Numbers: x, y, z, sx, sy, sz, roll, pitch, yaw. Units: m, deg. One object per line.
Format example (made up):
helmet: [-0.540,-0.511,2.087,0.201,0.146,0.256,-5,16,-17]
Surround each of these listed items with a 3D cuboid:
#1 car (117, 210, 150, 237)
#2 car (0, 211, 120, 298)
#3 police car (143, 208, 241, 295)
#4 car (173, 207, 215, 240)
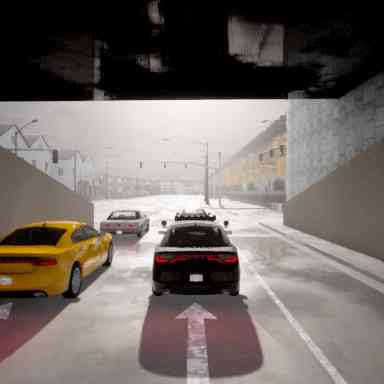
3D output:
car: [-3.404,1.601,17.808,1.895,1.301,4.718,0,0,0]
car: [-3.409,1.478,8.565,1.882,1.535,5.008,0,0,0]
police car: [0.087,1.425,8.890,1.930,1.638,5.238,0,0,0]
car: [0.094,1.564,17.852,1.994,1.385,4.181,0,0,0]
